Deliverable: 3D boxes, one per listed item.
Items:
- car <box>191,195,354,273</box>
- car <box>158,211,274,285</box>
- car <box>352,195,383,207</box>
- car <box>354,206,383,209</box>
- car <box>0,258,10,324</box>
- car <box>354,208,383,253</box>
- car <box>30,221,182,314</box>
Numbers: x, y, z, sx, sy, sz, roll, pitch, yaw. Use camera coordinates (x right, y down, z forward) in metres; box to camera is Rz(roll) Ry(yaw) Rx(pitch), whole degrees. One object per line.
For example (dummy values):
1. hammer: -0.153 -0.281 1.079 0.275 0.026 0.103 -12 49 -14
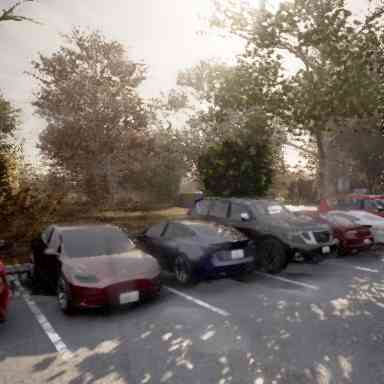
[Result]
1. car: 2.006 1.202 11.210 2.435 2.045 5.566 0 0 -36
2. car: -0.292 1.491 9.639 2.163 1.488 4.792 0 0 -36
3. car: 8.805 1.189 16.066 2.435 2.045 5.566 0 0 -36
4. car: 6.424 1.483 14.398 2.002 1.452 4.674 0 0 -36
5. car: -4.804 1.481 6.374 2.097 1.535 5.008 0 0 -36
6. car: 4.260 1.448 12.849 2.097 1.535 5.008 0 0 -36
7. car: -2.524 1.501 7.973 2.163 1.488 4.792 0 0 -36
